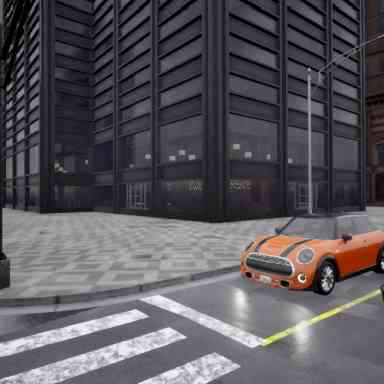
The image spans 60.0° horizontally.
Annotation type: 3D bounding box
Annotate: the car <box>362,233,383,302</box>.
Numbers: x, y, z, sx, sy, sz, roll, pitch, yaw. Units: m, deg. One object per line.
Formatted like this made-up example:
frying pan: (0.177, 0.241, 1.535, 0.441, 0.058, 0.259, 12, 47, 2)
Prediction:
car: (5.867, 1.546, 6.926, 5.357, 1.411, 2.033, 0, 0, -39)

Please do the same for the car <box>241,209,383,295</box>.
car: (3.399, 1.379, 8.922, 4.553, 1.767, 2.097, 0, 0, -39)
